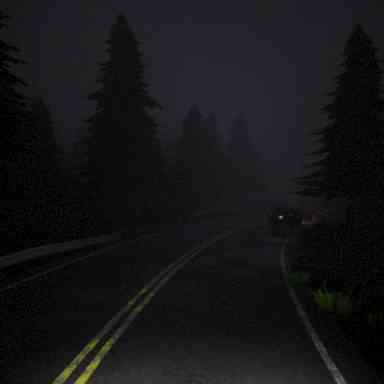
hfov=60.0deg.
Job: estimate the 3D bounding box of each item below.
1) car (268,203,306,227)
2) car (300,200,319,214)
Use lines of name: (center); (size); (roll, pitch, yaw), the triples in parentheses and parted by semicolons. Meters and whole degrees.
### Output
car: (6.997, 1.731, 24.837); (1.994, 1.385, 4.181); (3, 1, 25)
car: (14.025, 1.658, 39.887); (2.097, 1.767, 4.553); (2, 0, 24)
